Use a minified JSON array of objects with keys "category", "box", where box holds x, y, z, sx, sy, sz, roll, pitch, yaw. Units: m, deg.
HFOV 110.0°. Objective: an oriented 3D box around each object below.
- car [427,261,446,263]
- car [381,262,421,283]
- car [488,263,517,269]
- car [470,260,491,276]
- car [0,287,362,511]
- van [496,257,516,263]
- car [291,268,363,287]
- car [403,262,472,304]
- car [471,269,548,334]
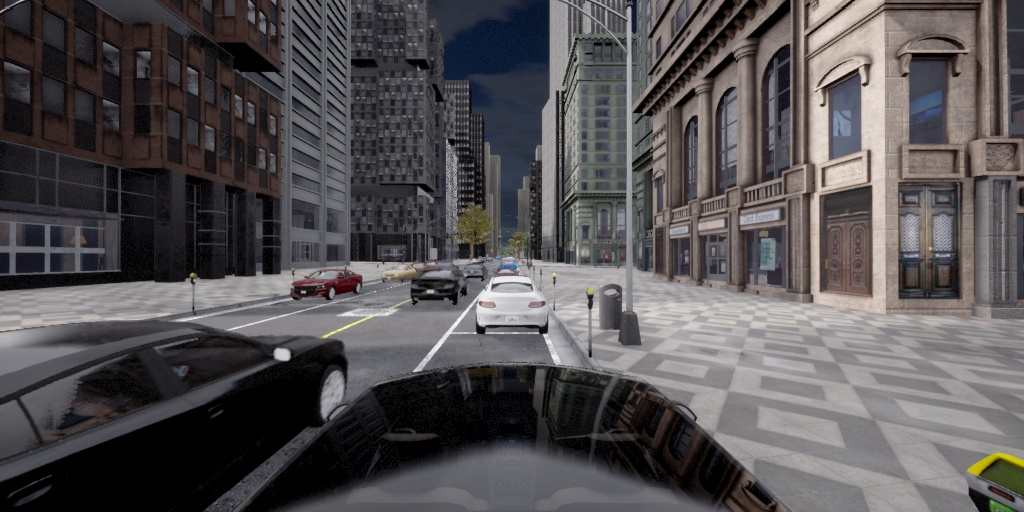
[{"category":"car","box":[-6.239,1.301,33.911,2.033,1.411,5.357,0,0,0]},{"category":"car","box":[-8.921,1.278,28.459,1.751,1.417,4.829,0,0,0]},{"category":"car","box":[-0.373,1.334,23.087,1.802,1.307,4.207,0,0,0]},{"category":"car","box":[-3.055,1.301,30.069,2.033,1.411,5.357,0,0,0]},{"category":"car","box":[-3.053,1.228,2.655,1.882,1.535,5.008,0,0,0]},{"category":"van","box":[-0.371,1.094,34.137,1.690,1.789,3.998,0,0,0]},{"category":"car","box":[-8.919,1.296,17.578,1.888,1.381,4.507,0,0,0]},{"category":"car","box":[-3.145,1.229,16.308,1.882,1.535,5.008,0,0,0]},{"category":"car","box":[0.003,1.276,10.500,1.812,1.442,4.674,0,0,0]}]
